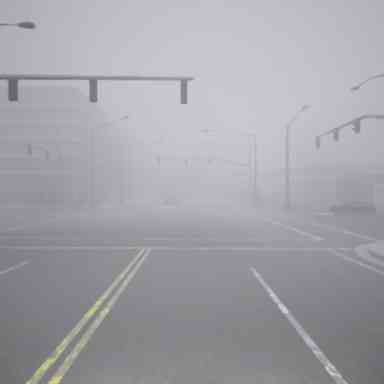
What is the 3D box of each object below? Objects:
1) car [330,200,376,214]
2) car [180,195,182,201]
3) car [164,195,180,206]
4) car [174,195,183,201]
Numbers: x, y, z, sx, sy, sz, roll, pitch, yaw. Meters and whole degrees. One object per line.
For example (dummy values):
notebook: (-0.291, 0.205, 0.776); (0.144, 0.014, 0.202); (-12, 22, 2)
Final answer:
car: (16.405, 1.546, 34.003); (4.181, 1.385, 1.994); (0, 0, 0)
car: (-3.493, 1.507, 70.271); (2.033, 1.411, 5.357); (0, 0, 0)
car: (-3.550, 1.466, 54.828); (2.128, 1.511, 4.902); (0, 0, 0)
car: (-3.491, 1.504, 85.471); (1.994, 1.385, 4.181); (0, 0, 0)
